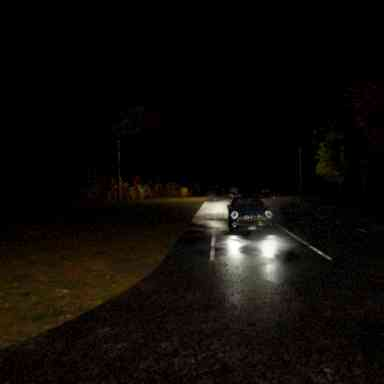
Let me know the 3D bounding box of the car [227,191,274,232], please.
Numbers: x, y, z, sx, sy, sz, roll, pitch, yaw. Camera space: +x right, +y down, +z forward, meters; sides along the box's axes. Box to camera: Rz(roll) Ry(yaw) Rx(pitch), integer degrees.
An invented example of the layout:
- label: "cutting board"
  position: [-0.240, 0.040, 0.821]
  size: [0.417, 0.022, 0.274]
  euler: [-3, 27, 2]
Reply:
- label: "car"
  position: [2.889, 1.006, 17.237]
  size: [2.097, 1.767, 4.553]
  euler: [-1, 1, 4]

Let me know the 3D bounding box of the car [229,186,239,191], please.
- label: "car"
  position: [11.256, -0.454, 87.585]
  size: [2.150, 2.045, 5.566]
  euler: [-1, 1, 10]

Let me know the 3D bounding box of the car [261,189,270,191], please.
- label: "car"
  position: [12.989, 0.285, 58.888]
  size: [1.837, 1.490, 4.892]
  euler: [-1, 1, 4]
